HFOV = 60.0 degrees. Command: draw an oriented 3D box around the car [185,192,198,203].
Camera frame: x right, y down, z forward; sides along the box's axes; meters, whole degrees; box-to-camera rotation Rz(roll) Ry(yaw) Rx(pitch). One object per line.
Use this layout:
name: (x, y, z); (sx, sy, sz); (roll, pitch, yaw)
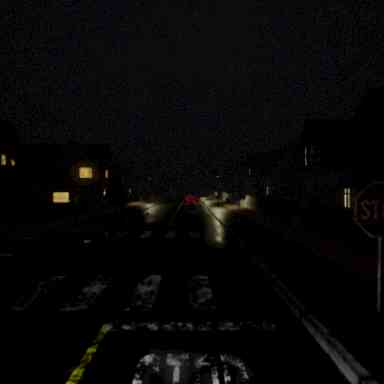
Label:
car: (-0.046, 0.781, 54.034); (2.097, 1.767, 4.553); (0, 1, 0)
